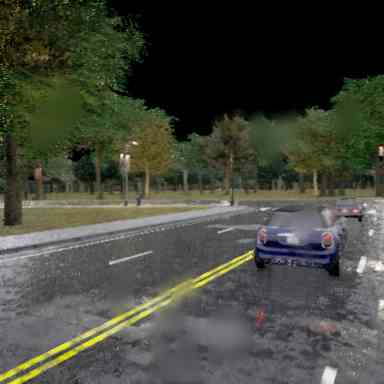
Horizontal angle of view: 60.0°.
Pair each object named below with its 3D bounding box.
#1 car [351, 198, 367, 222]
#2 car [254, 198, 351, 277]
[{"bbox_3d":[10.317,1.107,21.894,2.033,1.411,5.357,0,1,30],"label":"car"},{"bbox_3d":[3.460,1.168,10.037,2.097,1.767,4.553,0,1,28],"label":"car"}]
